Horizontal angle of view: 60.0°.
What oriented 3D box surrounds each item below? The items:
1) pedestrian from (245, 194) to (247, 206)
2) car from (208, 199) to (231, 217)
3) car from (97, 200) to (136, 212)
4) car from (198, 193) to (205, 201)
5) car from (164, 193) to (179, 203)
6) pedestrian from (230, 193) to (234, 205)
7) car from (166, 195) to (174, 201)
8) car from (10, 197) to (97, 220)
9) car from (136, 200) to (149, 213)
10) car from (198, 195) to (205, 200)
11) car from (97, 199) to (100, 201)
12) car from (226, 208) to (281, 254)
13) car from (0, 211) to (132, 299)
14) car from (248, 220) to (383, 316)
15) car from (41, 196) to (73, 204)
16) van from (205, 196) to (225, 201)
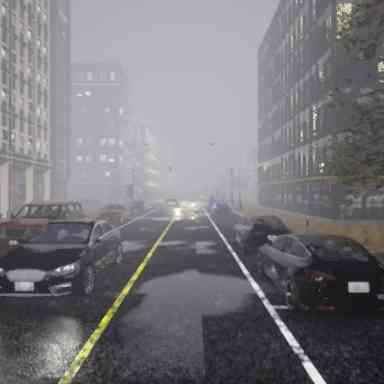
[{"bbox_3d":[8.143,1.178,50.523,0.375,1.860,0.375,0,0,0],"label":"pedestrian"},{"bbox_3d":[2.665,1.534,30.144,1.802,1.307,4.206,0,0,0],"label":"car"},{"bbox_3d":[-5.683,1.505,24.483,1.887,1.381,4.507,0,0,0],"label":"car"},{"bbox_3d":[2.705,1.443,80.790,1.752,1.417,4.829,0,0,0],"label":"car"},{"bbox_3d":[-2.992,1.024,49.289,1.882,1.535,5.008,0,0,0],"label":"car"},{"bbox_3d":[6.143,1.069,51.124,0.375,1.860,0.375,0,0,0],"label":"pedestrian"},{"bbox_3d":[-5.675,1.442,85.989,1.752,1.417,4.829,0,0,0],"label":"car"},{"bbox_3d":[-5.683,1.292,13.104,2.192,1.841,5.009,0,0,0],"label":"car"},{"bbox_3d":[-5.681,1.511,35.860,1.947,1.339,4.313,0,0,0],"label":"car"},{"bbox_3d":[2.707,1.499,91.699,1.802,1.307,4.206,0,0,0],"label":"car"},{"bbox_3d":[-17.457,1.449,56.647,4.206,1.307,1.802,0,0,0],"label":"car"},{"bbox_3d":[2.663,1.543,13.077,1.947,1.339,4.313,0,0,0],"label":"car"},{"bbox_3d":[-3.099,1.475,8.599,2.128,1.511,4.902,0,0,0],"label":"car"},{"bbox_3d":[2.663,1.552,7.387,1.947,1.339,4.313,0,0,0],"label":"car"},{"bbox_3d":[-22.949,1.382,56.635,4.829,1.417,1.752,0,0,0],"label":"car"},{"bbox_3d":[2.667,1.287,35.833,1.690,1.788,3.998,0,0,0],"label":"van"}]
